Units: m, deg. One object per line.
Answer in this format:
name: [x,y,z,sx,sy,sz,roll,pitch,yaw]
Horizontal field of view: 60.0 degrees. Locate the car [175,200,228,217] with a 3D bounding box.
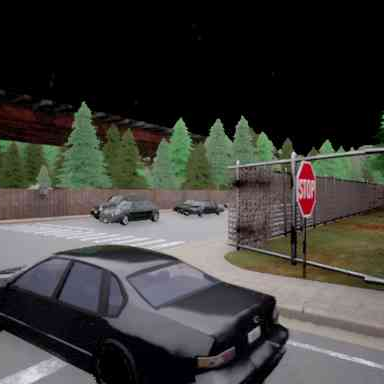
car: [1.130,1.547,31.679,2.033,1.411,5.357,0,0,36]

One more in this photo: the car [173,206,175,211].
car: [0.208,1.546,36.346,2.033,1.411,5.357,0,0,37]

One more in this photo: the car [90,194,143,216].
car: [-5.842,1.220,28.069,2.150,2.045,5.566,0,0,36]

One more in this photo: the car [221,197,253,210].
car: [6.041,1.490,44.305,2.128,1.511,4.902,0,0,36]

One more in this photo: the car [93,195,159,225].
car: [-4.458,1.351,24.031,2.097,1.767,4.553,0,0,36]

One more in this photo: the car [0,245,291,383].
car: [-1.371,1.547,4.978,5.357,1.411,2.033,0,0,36]
